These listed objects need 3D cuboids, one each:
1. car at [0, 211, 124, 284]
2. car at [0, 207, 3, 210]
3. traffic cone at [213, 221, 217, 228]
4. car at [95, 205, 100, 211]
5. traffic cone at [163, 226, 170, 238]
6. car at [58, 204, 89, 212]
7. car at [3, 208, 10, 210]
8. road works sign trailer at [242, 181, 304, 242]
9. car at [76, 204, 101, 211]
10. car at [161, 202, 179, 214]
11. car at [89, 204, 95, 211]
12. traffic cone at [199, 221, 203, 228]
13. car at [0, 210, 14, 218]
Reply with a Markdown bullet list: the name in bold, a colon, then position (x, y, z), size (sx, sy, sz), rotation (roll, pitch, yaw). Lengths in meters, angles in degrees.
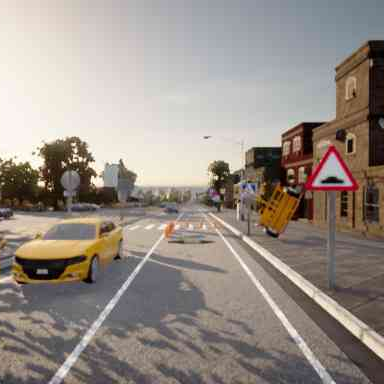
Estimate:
- **car**: position (-3.342, 1.535, 9.934), size (1.882, 1.535, 5.008), rotation (0, -1, 0)
- **car**: position (-21.881, 2.096, 32.934), size (4.674, 1.452, 2.002), rotation (0, -2, 0)
- **traffic cone**: position (1.644, 2.292, 23.803), size (0.340, 0.580, 0.340), rotation (0, -2, 0)
- **car**: position (-21.778, 3.095, 66.974), size (5.008, 1.535, 2.097), rotation (0, -2, 0)
- **traffic cone**: position (-1.364, 2.143, 17.807), size (0.340, 0.580, 0.340), rotation (0, -1, 0)
- **car**: position (-21.799, 2.935, 60.427), size (4.674, 1.452, 2.002), rotation (0, -2, 0)
- **car**: position (-21.940, 2.026, 36.108), size (4.553, 1.767, 2.185), rotation (0, -2, 0)
- **road works sign trailer**: position (4.244, 0.572, 16.464), size (2.880, 2.380, 3.560), rotation (33, 17, 31)
- **car**: position (-21.756, 3.231, 70.120), size (4.674, 1.452, 2.002), rotation (0, -2, 0)
- **car**: position (-3.213, 2.548, 52.094), size (2.097, 1.767, 4.553), rotation (0, -2, 0)
- **car**: position (-21.782, 2.996, 63.702), size (4.892, 1.521, 2.231), rotation (0, -2, 0)
- **traffic cone**: position (0.644, 2.292, 23.805), size (0.340, 0.580, 0.340), rotation (0, -2, 0)
- **car**: position (-9.365, 1.552, 11.553), size (5.366, 1.575, 1.946), rotation (0, -1, 0)
